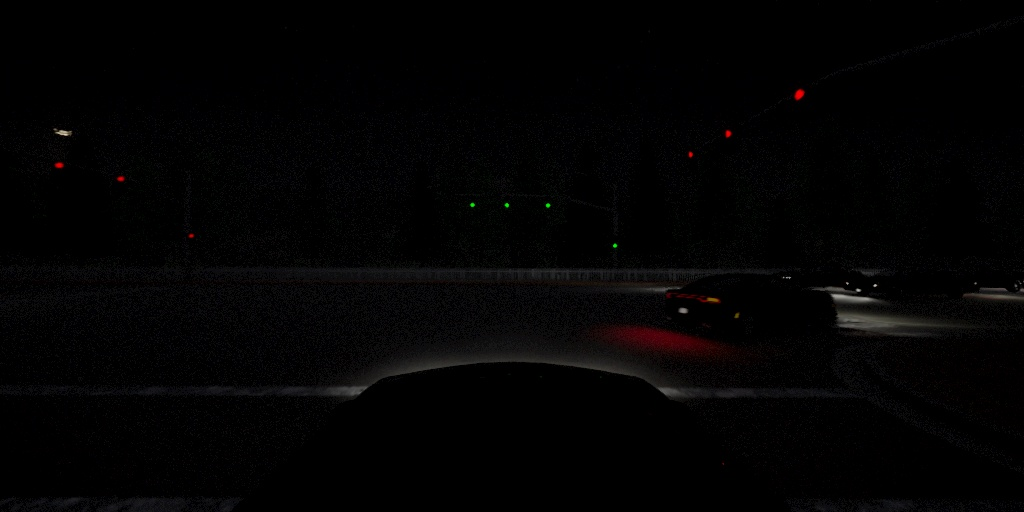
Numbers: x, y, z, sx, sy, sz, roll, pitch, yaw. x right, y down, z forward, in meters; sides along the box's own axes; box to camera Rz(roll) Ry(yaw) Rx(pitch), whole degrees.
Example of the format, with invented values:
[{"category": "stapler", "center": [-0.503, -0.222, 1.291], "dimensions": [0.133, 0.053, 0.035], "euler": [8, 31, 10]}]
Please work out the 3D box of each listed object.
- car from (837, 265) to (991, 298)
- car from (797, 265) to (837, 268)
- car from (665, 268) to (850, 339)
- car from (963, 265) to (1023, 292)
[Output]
[{"category": "car", "center": [19.918, 1.325, 17.962], "dimensions": [5.357, 1.411, 2.033], "euler": [0, 0, -2]}, {"category": "car", "center": [18.047, 1.264, 21.410], "dimensions": [4.902, 1.511, 2.128], "euler": [0, 0, 0]}, {"category": "car", "center": [6.645, 1.217, 9.962], "dimensions": [5.008, 1.535, 1.882], "euler": [0, -1, -21]}, {"category": "car", "center": [27.379, 1.299, 21.378], "dimensions": [4.902, 1.511, 2.128], "euler": [0, 0, 1]}]
